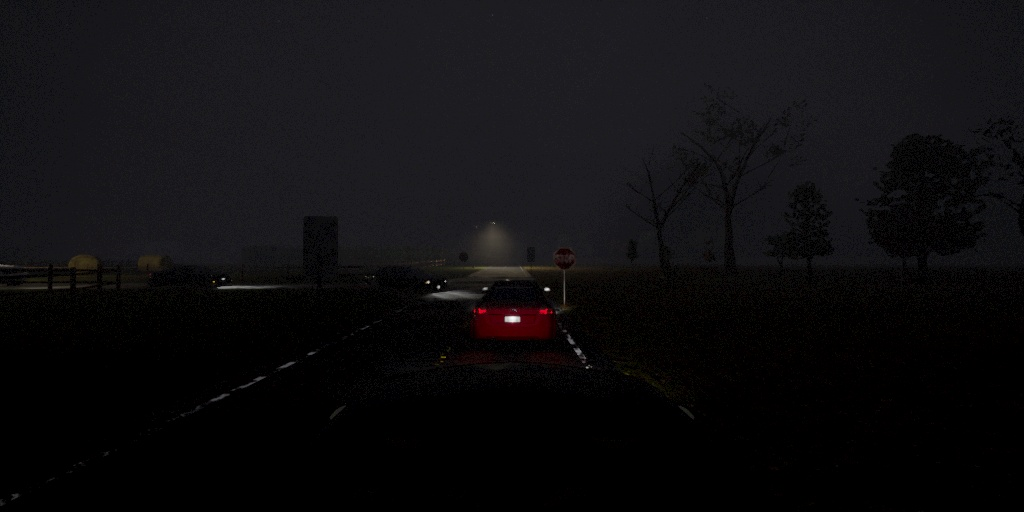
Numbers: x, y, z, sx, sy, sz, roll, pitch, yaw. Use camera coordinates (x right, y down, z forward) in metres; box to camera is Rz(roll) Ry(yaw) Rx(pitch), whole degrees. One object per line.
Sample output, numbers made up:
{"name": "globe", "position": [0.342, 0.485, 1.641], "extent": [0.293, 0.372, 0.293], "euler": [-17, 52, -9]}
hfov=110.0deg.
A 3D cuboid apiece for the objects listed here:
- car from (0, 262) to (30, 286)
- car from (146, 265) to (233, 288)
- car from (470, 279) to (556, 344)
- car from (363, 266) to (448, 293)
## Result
{"name": "car", "position": [-33.920, 0.918, 22.265], "extent": [5.566, 2.045, 2.150], "euler": [0, -1, -3]}
{"name": "car", "position": [-20.332, 1.280, 22.735], "extent": [4.181, 1.385, 1.994], "euler": [0, -1, -1]}
{"name": "car", "position": [0.099, 1.316, 9.638], "extent": [1.994, 1.385, 4.181], "euler": [0, 0, 3]}
{"name": "car", "position": [-6.263, 1.267, 20.810], "extent": [5.357, 1.411, 2.033], "euler": [1, 0, 30]}
